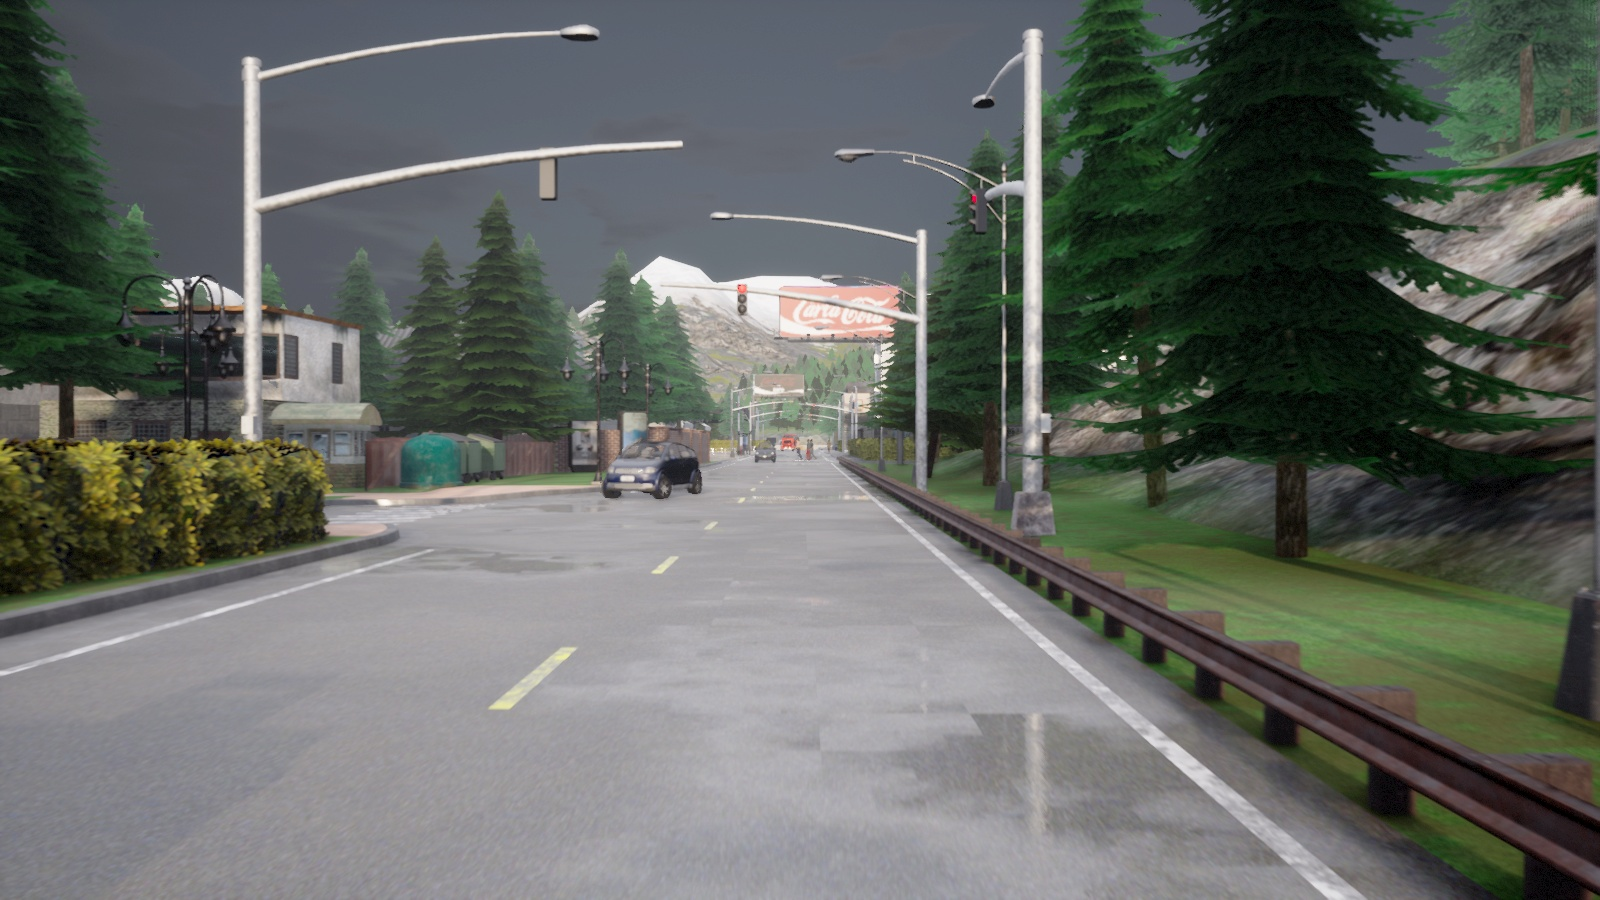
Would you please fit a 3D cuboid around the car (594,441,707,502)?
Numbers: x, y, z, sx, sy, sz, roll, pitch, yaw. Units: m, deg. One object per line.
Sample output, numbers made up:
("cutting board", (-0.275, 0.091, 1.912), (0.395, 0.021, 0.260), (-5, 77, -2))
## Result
("car", (-4.107, 0.541, 35.053), (1.789, 1.549, 3.705), (1, 1, 17))
